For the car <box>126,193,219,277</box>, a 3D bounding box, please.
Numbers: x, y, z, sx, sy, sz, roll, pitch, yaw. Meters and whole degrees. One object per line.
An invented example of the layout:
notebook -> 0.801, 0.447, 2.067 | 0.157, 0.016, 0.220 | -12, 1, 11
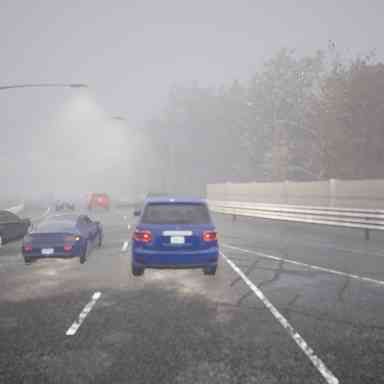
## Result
car -> -0.610, 1.163, 10.140 | 2.150, 2.045, 5.566 | 1, 0, -6

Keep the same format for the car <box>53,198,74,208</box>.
car -> -14.655, 1.415, 38.370 | 1.895, 1.301, 4.718 | 0, 0, -21

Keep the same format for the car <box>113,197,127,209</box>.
car -> -8.786, 1.343, 42.481 | 2.033, 1.411, 5.357 | 0, 0, -24

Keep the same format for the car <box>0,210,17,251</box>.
car -> -8.021, 1.412, 13.229 | 1.882, 1.535, 5.008 | 0, 0, -7

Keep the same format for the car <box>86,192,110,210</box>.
car -> -11.008, 1.035, 38.653 | 2.150, 2.045, 5.566 | 0, 0, -21

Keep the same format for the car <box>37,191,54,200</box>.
car -> -35.883, 0.829, 81.681 | 5.566, 2.045, 2.150 | 0, 0, 42

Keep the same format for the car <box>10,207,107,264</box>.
car -> -4.285, 1.469, 11.533 | 1.812, 1.442, 4.674 | 0, 0, -7

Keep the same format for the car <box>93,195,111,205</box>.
car -> -14.980, 1.239, 55.094 | 1.837, 1.490, 4.892 | 0, 0, -29
